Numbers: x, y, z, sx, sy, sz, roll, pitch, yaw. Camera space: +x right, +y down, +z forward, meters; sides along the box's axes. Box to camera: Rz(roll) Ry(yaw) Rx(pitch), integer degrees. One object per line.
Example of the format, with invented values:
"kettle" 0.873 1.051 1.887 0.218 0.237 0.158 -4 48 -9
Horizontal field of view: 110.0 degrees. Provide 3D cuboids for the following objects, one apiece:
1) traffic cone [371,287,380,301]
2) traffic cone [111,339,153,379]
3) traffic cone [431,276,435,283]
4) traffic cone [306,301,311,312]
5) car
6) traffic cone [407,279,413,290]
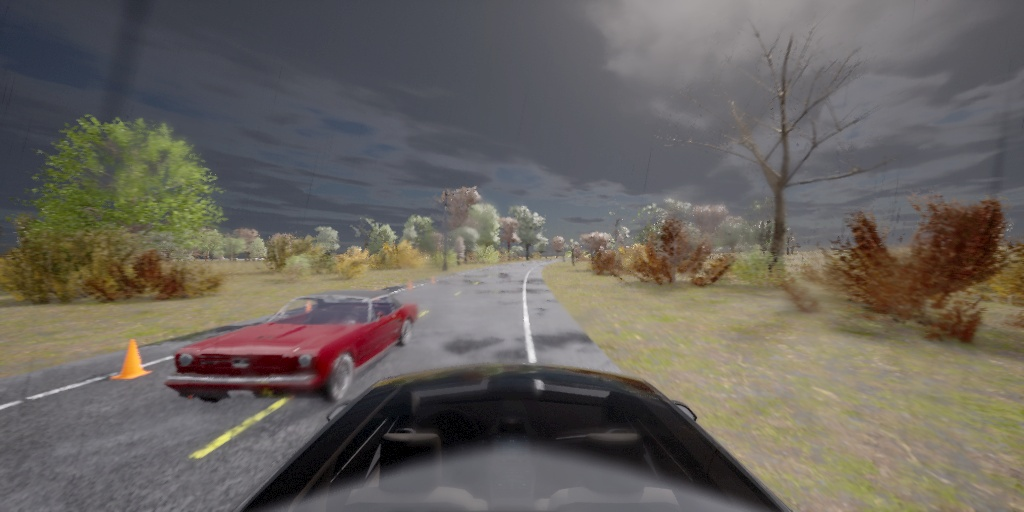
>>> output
"traffic cone" -6.101 1.673 15.973 0.340 0.580 0.340 0 0 1
"traffic cone" -6.259 1.672 5.912 0.340 0.580 0.340 0 0 0
"traffic cone" -5.743 1.673 26.030 0.340 0.580 0.340 0 0 3
"traffic cone" -6.206 1.673 10.944 0.340 0.580 0.340 0 0 1
"car" -3.187 1.334 6.446 1.895 1.301 4.718 0 0 0
"traffic cone" -5.947 1.673 21.003 0.340 0.580 0.340 0 0 2
